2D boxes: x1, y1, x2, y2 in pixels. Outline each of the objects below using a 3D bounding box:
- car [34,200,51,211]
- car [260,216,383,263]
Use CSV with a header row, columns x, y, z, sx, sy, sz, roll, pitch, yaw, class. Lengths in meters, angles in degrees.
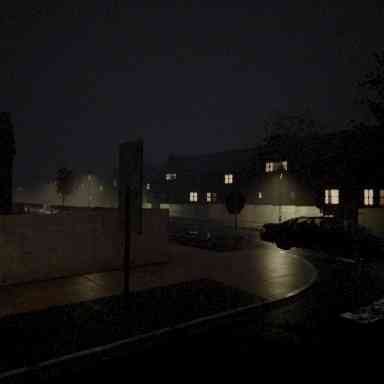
x,y,z,sx,sy,sz,roll,pitch,yaw,class
-23.476,2.103,52.484,2.097,1.767,4.553,1,-2,-36,car
5.063,1.614,12.529,2.033,1.411,5.357,1,-2,-36,car
